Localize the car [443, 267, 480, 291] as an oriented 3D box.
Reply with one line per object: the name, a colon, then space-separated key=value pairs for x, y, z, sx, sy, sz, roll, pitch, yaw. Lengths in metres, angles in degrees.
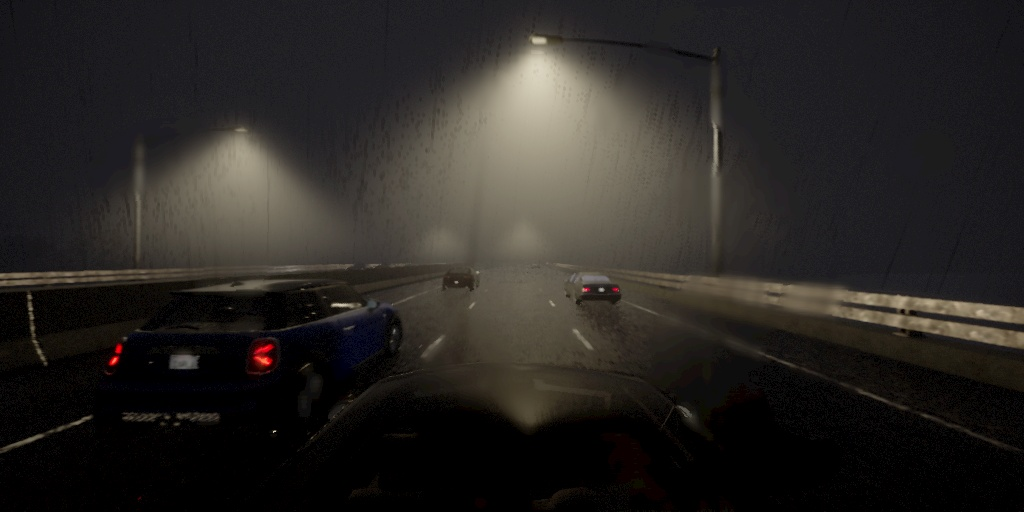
car: x=-3.269 y=1.434 z=23.809 sx=1.882 sy=1.535 sz=5.008 roll=0 pitch=-1 yaw=1

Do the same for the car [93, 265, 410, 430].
car: x=-3.394 y=1.136 z=5.837 sx=2.097 sy=1.767 sz=4.553 roll=0 pitch=0 yaw=0

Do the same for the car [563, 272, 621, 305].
car: x=3.659 y=1.446 z=17.146 sx=2.033 sy=1.411 sz=5.357 roll=0 pitch=-1 yaw=0

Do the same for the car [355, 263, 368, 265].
car: x=-20.454 y=1.728 z=48.401 sx=1.812 sy=1.442 sz=4.674 roll=0 pitch=-1 yaw=2

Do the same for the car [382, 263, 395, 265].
car: x=-16.948 y=1.700 z=48.605 sx=2.128 sy=1.511 sz=4.902 roll=0 pitch=-1 yaw=2
